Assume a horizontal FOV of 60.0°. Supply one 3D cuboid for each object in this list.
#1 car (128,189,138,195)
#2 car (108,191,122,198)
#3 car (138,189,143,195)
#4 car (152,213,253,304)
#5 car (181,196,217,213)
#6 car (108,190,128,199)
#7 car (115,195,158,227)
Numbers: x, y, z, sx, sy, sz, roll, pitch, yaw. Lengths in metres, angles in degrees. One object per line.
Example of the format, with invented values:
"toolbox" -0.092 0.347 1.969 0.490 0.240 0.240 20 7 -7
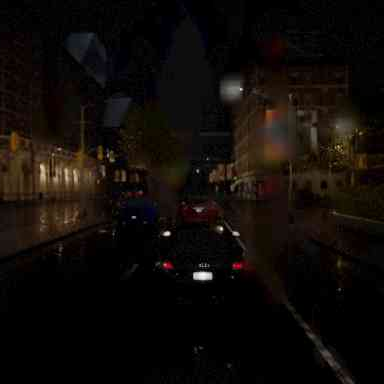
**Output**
"car" -13.781 0.307 72.369 2.097 1.767 4.553 0 1 1
"car" -17.014 0.534 73.338 1.895 1.301 4.718 0 1 1
"car" -13.605 0.158 82.626 2.097 1.767 4.553 0 1 1
"car" 0.226 1.446 7.979 1.994 1.385 4.181 0 1 1
"car" 0.437 1.045 20.939 2.097 1.767 4.553 0 1 1
"car" -13.967 0.600 62.529 1.837 1.490 4.892 0 1 1
"car" -3.205 1.180 20.436 1.882 1.535 5.008 0 1 -2
